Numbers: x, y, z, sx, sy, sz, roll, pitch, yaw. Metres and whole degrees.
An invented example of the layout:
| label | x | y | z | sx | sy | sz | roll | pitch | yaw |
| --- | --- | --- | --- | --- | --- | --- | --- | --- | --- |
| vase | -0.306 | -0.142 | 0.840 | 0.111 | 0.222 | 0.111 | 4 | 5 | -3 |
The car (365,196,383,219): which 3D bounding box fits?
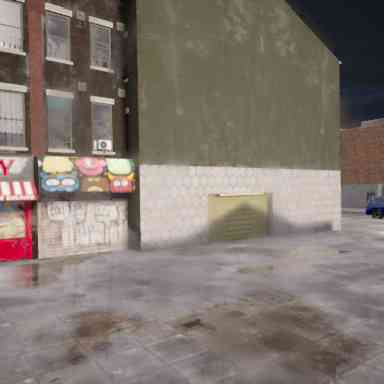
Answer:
| label | x | y | z | sx | sy | sz | roll | pitch | yaw |
| --- | --- | --- | --- | --- | --- | --- | --- | --- | --- |
| car | 17.589 | 1.335 | 27.907 | 2.150 | 2.045 | 5.566 | -1 | 0 | -35 |
